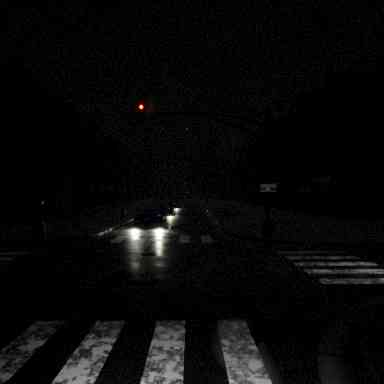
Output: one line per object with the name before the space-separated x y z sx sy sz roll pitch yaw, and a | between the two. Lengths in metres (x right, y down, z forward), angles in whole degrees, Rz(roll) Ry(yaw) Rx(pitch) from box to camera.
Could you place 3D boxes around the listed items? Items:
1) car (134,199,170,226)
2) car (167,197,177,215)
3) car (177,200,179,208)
car | -2.912 1.491 23.982 1.882 1.535 5.008 0 0 0
car | -2.931 1.497 34.307 1.882 1.535 5.008 0 0 0
car | -2.939 1.536 48.105 1.837 1.490 4.892 0 0 0
